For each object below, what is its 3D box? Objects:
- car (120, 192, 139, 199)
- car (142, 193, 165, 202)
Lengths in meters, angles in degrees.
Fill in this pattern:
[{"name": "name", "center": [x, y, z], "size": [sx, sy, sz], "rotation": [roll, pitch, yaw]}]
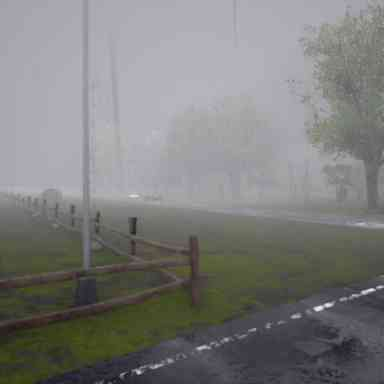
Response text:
[{"name": "car", "center": [-11.518, 0.657, 60.537], "size": [1.895, 1.301, 4.718], "rotation": [0, 1, -33]}, {"name": "car", "center": [-6.131, 0.816, 52.370], "size": [1.895, 1.301, 4.718], "rotation": [0, 1, -33]}]
